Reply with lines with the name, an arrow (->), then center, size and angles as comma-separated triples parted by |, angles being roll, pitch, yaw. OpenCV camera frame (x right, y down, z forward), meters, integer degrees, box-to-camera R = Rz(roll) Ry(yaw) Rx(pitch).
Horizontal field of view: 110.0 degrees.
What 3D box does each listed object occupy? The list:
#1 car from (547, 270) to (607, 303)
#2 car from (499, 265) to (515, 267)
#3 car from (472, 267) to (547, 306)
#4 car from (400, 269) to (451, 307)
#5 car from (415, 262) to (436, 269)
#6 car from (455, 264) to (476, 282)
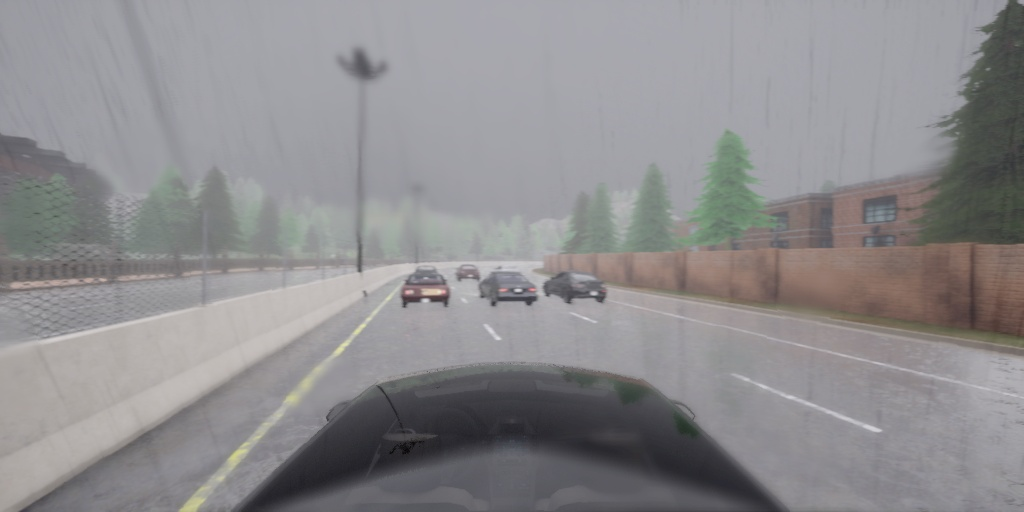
car -> 2.982, 1.430, 17.596 | 1.812, 1.442, 4.674 | 1, 0, -13
car -> -0.483, 1.493, 32.201 | 1.812, 1.442, 4.674 | 1, 0, -13
car -> -0.340, 1.400, 16.415 | 2.033, 1.411, 5.357 | 1, 0, -13
car -> -3.771, 1.405, 15.718 | 1.895, 1.301, 4.718 | 1, 0, -13
car -> -7.241, 1.467, 30.313 | 1.895, 1.301, 4.718 | 1, 0, -13
car -> -3.886, 1.443, 31.382 | 1.812, 1.442, 4.674 | 1, 0, -13
